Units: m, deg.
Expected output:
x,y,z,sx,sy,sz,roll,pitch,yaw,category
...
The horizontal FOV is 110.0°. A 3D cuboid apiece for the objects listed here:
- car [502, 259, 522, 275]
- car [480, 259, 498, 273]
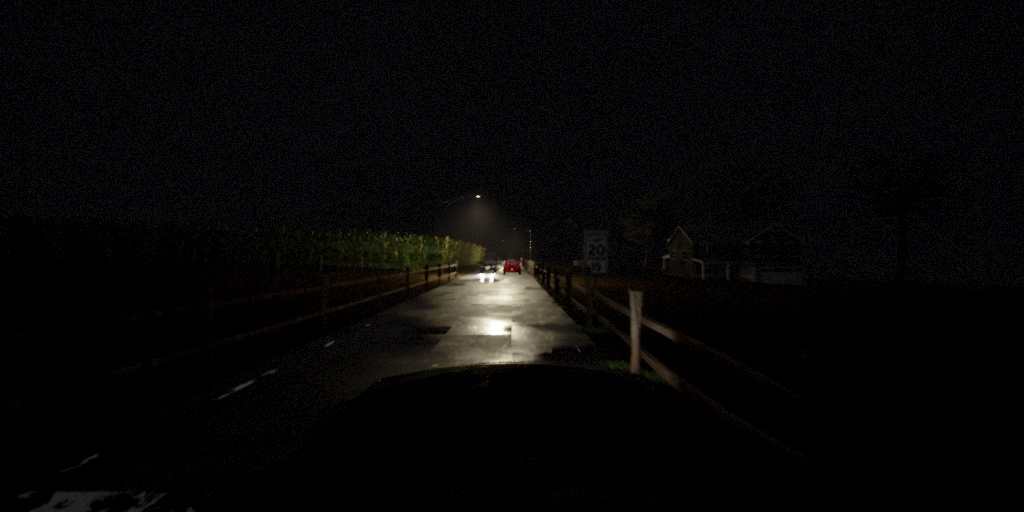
x,y,z,sx,sy,sz,roll,pitch,yaw,category
0.008,1.171,38.128,1.882,1.535,5.008,0,0,0,car
-2.743,1.174,43.045,2.128,1.511,4.902,0,0,0,car
